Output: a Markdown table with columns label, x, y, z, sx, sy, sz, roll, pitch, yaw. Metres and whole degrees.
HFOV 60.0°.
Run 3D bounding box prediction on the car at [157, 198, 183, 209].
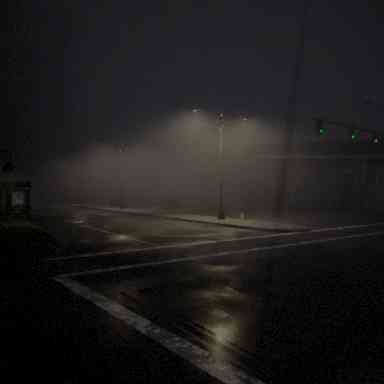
| label | x | y | z | sx | sy | sz | roll | pitch | yaw |
| --- | --- | --- | --- | --- | --- | --- | --- | --- | --- |
| car | -3.053 | 1.564 | 45.481 | 1.994 | 1.385 | 4.181 | 0 | 0 | -35 |

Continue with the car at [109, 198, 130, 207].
| label | x | y | z | sx | sy | sz | roll | pitch | yaw |
| --- | --- | --- | --- | --- | --- | --- | --- | --- | --- |
| car | -11.125 | 1.564 | 50.712 | 1.994 | 1.385 | 4.181 | 0 | 0 | -35 |

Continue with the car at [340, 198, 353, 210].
| label | x | y | z | sx | sy | sz | roll | pitch | yaw |
| --- | --- | --- | --- | --- | --- | --- | --- | --- | --- |
| car | 18.130 | 1.456 | 42.039 | 1.970 | 1.475 | 3.806 | 0 | 0 | -35 |

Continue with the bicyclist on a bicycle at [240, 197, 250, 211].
| label | x | y | z | sx | sy | sz | roll | pitch | yaw |
| --- | --- | --- | --- | --- | --- | --- | --- | --- | --- |
| bicyclist on a bicycle | 6.289 | 1.430 | 39.750 | 1.656 | 1.620 | 0.582 | -6 | -7 | -37 |

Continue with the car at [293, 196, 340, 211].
| label | x | y | z | sx | sy | sz | roll | pitch | yaw |
| --- | --- | --- | --- | --- | --- | --- | --- | --- | --- |
| car | 13.867 | 1.295 | 38.113 | 2.242 | 1.667 | 4.611 | 0 | 0 | -35 |
